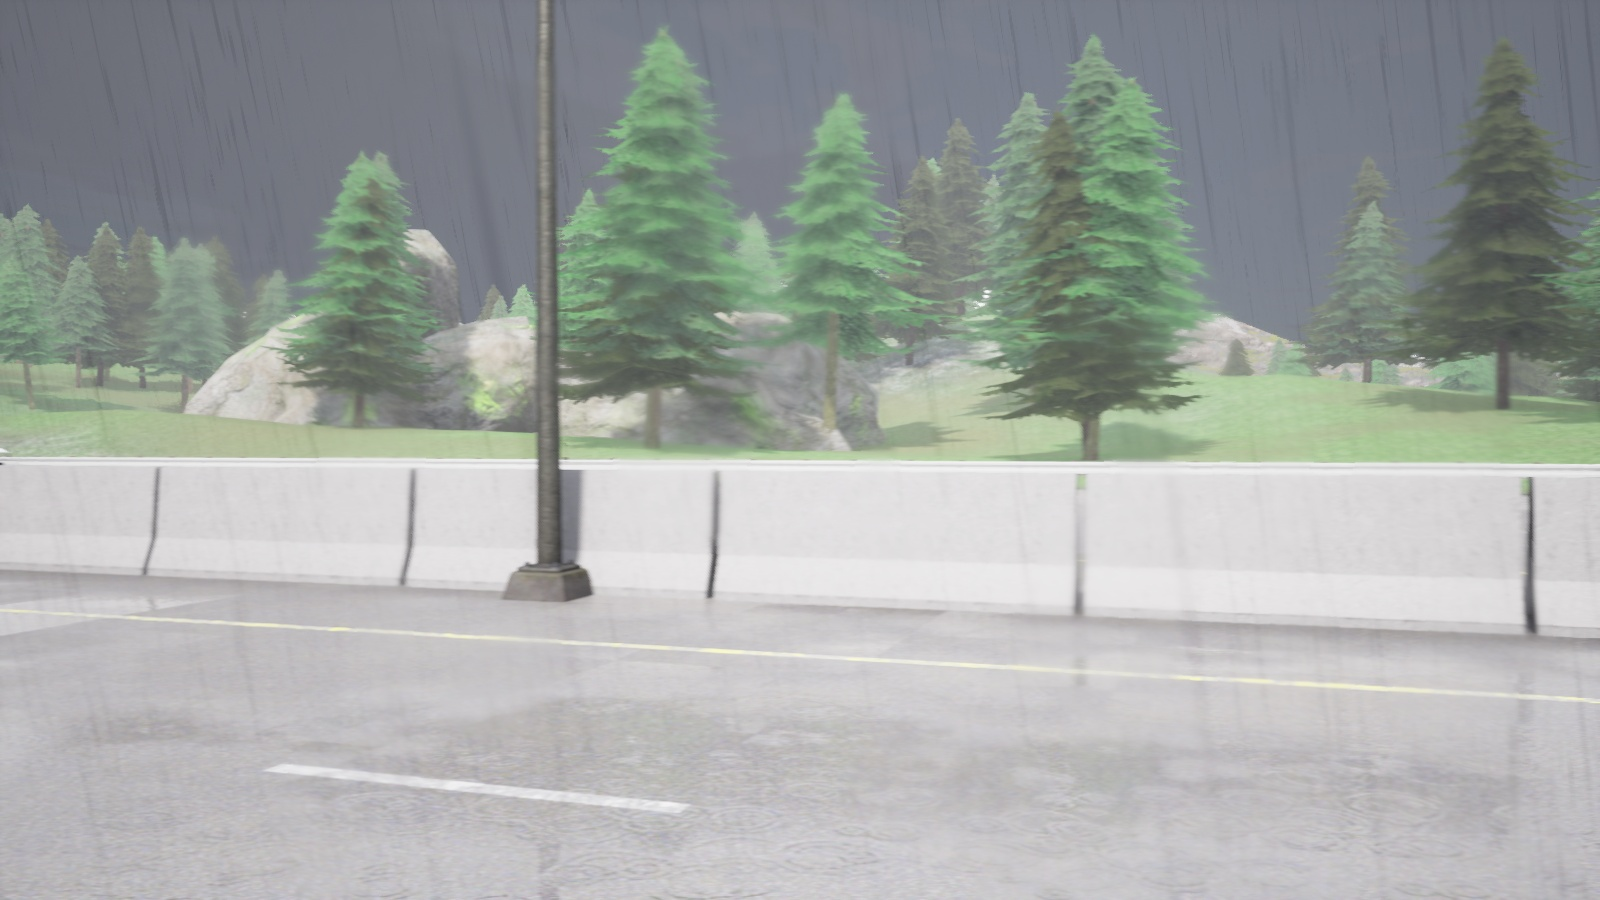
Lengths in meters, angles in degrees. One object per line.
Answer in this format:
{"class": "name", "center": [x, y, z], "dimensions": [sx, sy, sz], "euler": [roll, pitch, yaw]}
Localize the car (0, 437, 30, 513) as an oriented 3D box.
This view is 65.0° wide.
{"class": "car", "center": [-15.775, 0.448, 23.271], "dimensions": [2.207, 1.376, 1.481], "euler": [1, 1, 19]}
